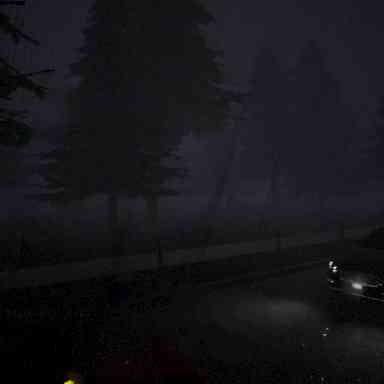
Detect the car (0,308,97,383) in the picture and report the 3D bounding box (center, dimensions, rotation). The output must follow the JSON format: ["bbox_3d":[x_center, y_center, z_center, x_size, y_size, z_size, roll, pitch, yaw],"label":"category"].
[{"bbox_3d":[-2.942,1.527,1.890,4.674,1.442,1.812,0,0,-35],"label":"car"}]

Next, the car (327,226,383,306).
[{"bbox_3d":[5.054,1.499,7.589,4.892,1.490,1.837,0,0,-35],"label":"car"}]
